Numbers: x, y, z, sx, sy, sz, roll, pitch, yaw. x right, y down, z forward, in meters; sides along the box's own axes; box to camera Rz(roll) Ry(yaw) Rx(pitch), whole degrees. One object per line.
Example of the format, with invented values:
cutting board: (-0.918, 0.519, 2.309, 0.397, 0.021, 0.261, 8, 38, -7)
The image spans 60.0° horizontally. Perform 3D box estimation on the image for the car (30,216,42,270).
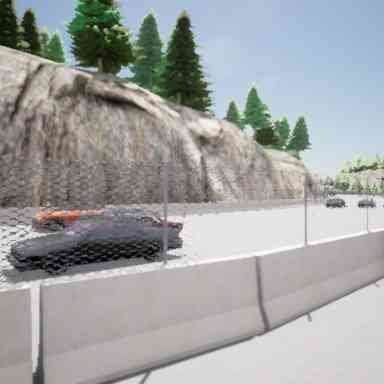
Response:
car: (-2.827, 1.571, 10.694, 5.357, 1.411, 2.033, 0, 0, -37)

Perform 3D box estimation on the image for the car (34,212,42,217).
car: (-7.333, 1.399, 20.529, 4.553, 1.767, 2.097, 0, 0, -38)
